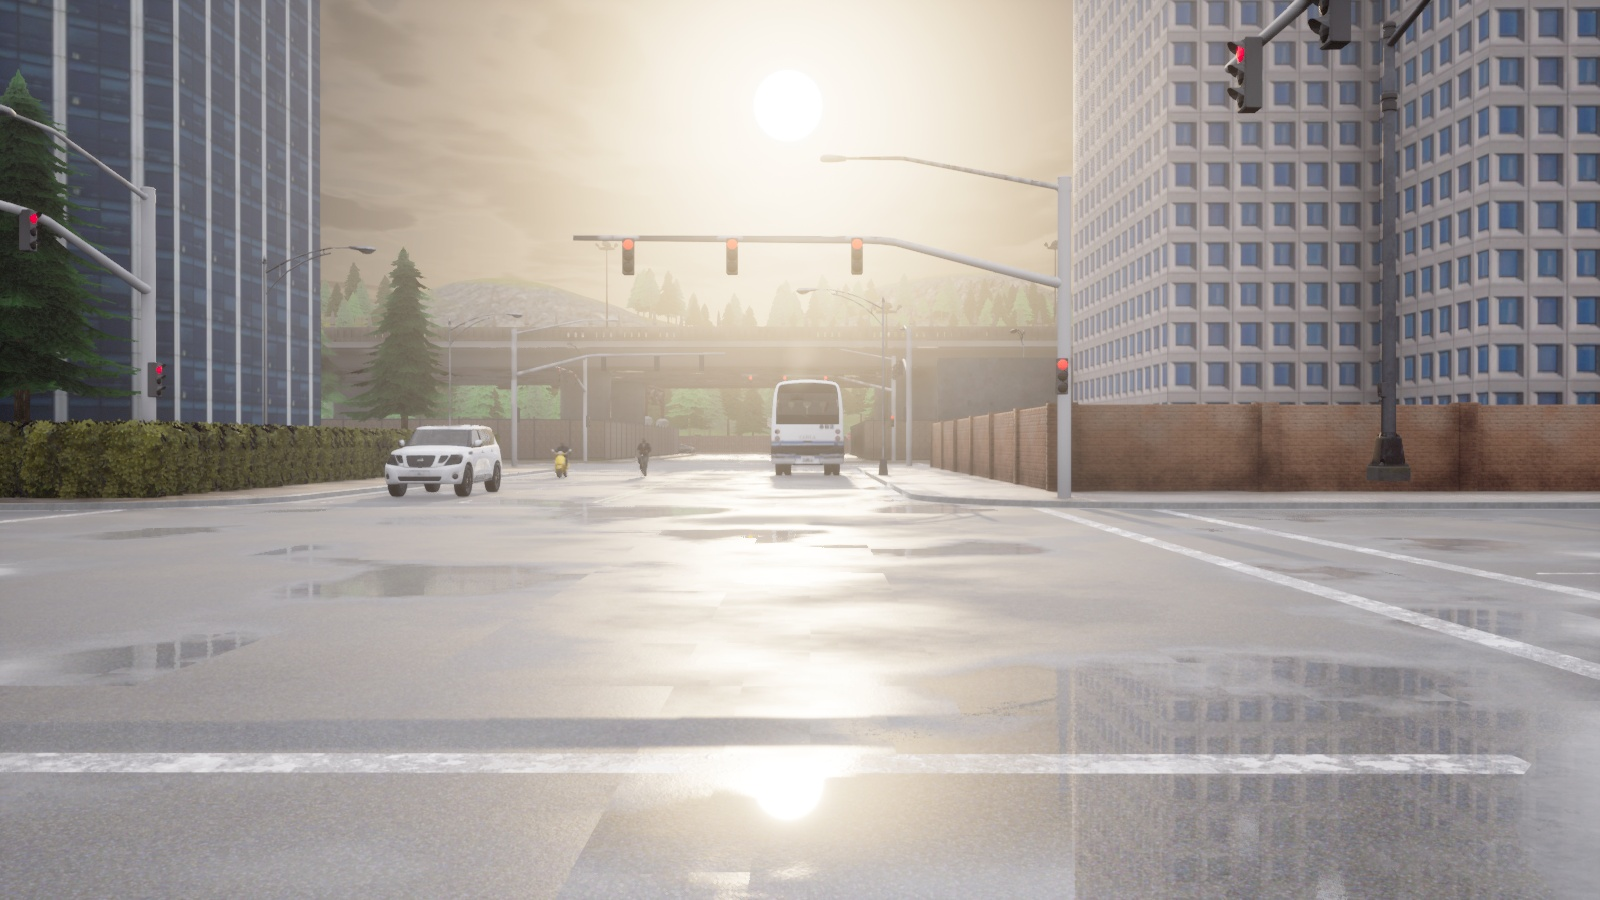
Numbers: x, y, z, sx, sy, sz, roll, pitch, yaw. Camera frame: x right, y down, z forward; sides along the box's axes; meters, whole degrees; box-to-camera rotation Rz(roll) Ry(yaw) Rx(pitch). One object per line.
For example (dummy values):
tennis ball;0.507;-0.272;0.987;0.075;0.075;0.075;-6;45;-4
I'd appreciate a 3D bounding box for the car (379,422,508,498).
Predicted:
car;-10.274;0.249;36.693;2.150;2.045;5.566;0;0;0

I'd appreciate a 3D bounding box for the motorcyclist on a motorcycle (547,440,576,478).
motorcyclist on a motorcycle;-10.174;0.388;53.670;0.866;1.590;1.817;0;0;0

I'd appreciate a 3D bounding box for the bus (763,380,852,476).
bus;0.368;-0.973;60.675;3.944;4.253;10.273;0;0;0
